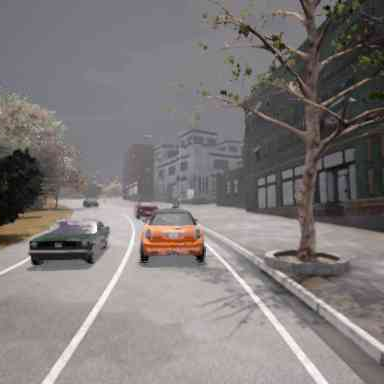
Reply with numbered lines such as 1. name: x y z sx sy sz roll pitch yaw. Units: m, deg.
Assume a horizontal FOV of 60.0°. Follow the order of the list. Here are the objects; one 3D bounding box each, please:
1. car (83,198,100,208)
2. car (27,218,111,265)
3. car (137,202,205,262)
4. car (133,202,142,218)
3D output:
1. car: -15.617 1.654 51.403 2.033 1.411 5.357 2 -1 -25
2. car: -4.146 1.629 11.925 1.895 1.301 4.718 0 0 -6
3. car: -0.817 1.404 12.588 2.097 1.767 4.553 0 0 -6
4. car: -4.382 1.641 31.230 1.882 1.535 5.008 1 -1 -15
